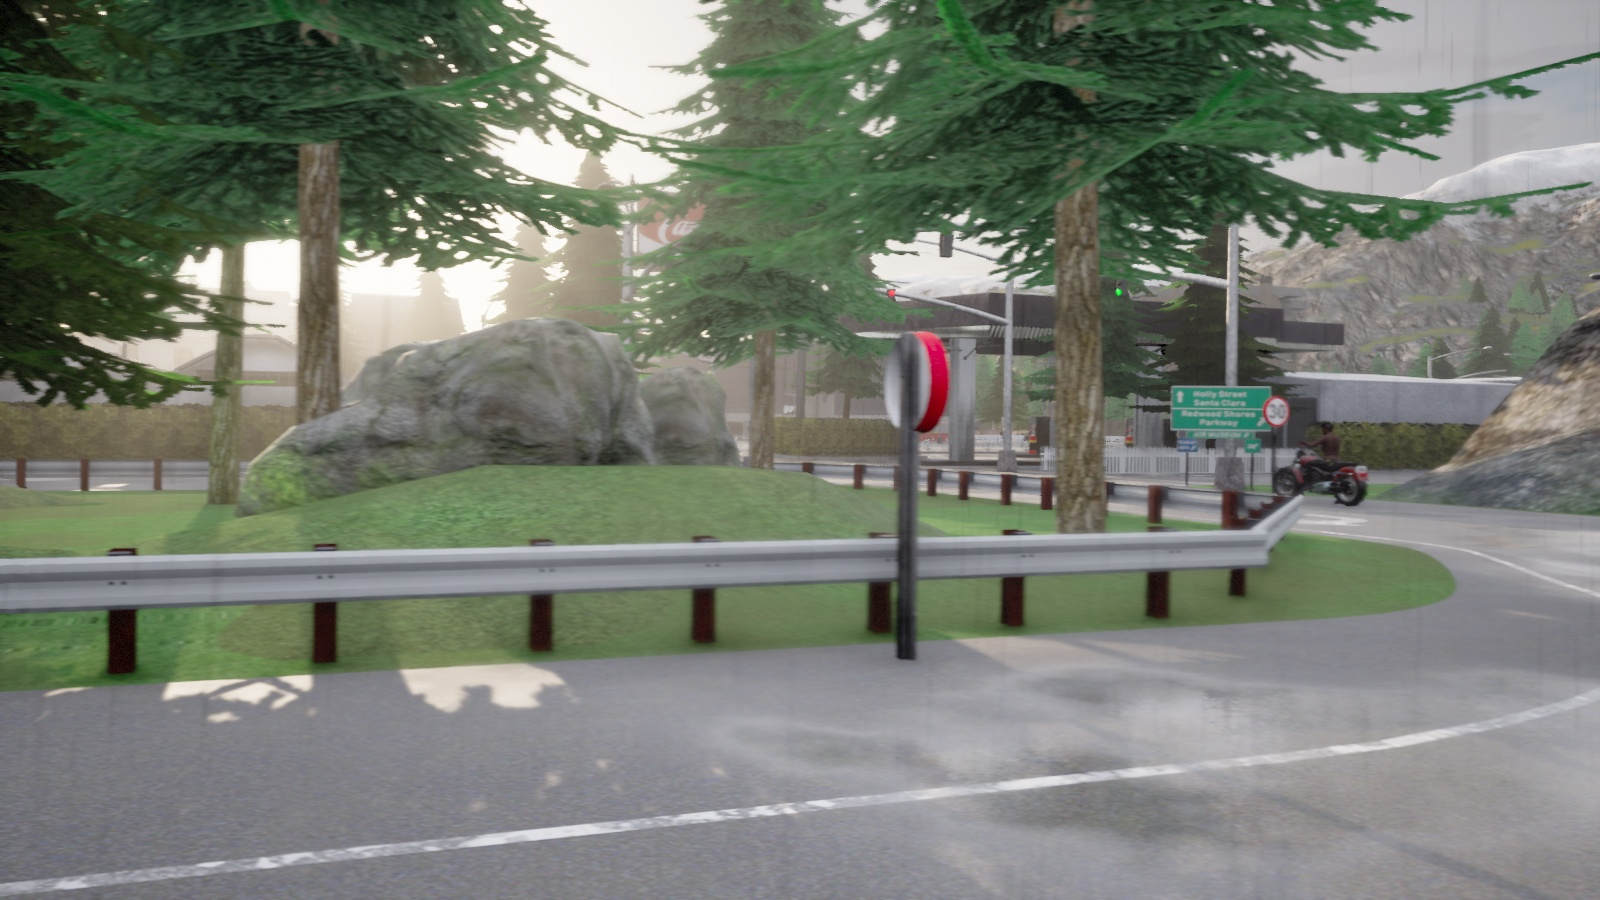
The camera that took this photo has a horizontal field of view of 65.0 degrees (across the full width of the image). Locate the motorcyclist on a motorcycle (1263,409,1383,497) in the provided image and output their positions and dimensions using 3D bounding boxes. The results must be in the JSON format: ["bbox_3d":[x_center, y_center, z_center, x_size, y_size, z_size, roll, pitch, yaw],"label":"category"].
[{"bbox_3d":[10.226,0.041,24.660,0.766,1.649,2.350,-1,1,-21],"label":"motorcyclist on a motorcycle"}]
